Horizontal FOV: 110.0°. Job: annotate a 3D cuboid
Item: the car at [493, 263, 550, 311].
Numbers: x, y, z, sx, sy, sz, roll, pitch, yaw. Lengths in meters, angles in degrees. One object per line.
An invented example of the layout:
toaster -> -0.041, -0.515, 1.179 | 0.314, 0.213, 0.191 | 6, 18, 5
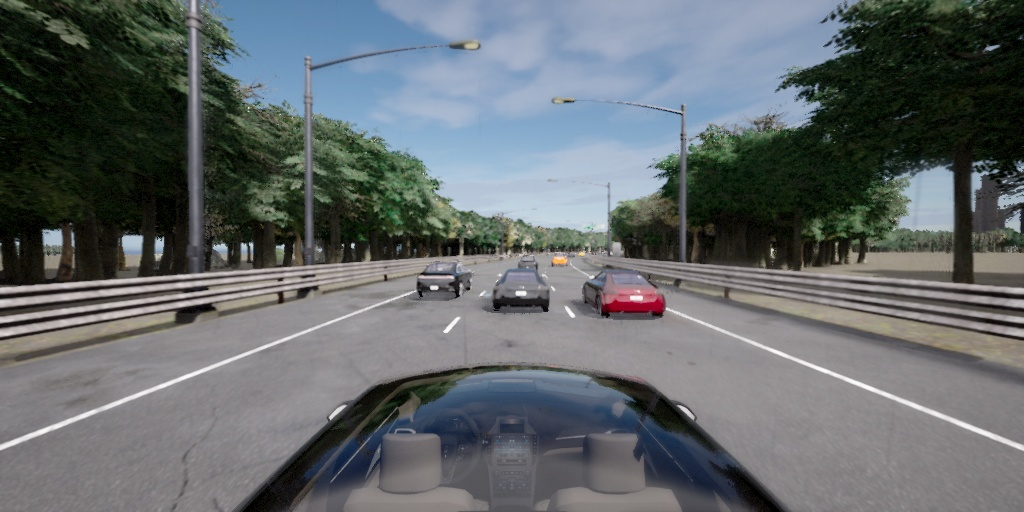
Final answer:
car -> 0.360, 1.152, 13.646 | 1.994, 1.385, 4.181 | 0, 1, 2

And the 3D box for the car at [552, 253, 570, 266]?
car -> 6.706, 0.427, 50.563 | 2.097, 1.767, 4.553 | 0, 1, 7

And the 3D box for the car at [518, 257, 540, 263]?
car -> 1.595, 0.792, 34.452 | 2.128, 1.511, 4.902 | 0, 1, 5

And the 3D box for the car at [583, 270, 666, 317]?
car -> 3.710, 1.171, 12.497 | 1.994, 1.385, 4.181 | 0, 1, 2

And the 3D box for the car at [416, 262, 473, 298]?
car -> -3.023, 1.033, 16.821 | 2.128, 1.511, 4.902 | 0, 1, 2
